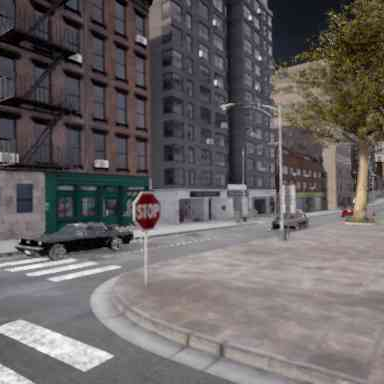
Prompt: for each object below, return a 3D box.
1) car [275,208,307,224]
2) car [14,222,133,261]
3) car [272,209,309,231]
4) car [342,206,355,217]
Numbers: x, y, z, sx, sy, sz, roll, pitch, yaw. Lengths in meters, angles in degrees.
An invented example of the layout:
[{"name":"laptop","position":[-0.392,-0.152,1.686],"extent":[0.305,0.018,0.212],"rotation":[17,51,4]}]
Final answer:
[{"name":"car","position":[10.798,2.567,36.033],"extent":[1.837,1.490,4.892],"rotation":[-1,-2,36]},{"name":"car","position":[-4.822,1.988,14.150],"extent":[1.895,1.301,4.718],"rotation":[-1,-2,35]},{"name":"car","position":[8.101,2.340,27.194],"extent":[1.994,1.385,4.181],"rotation":[-1,-2,35]},{"name":"car","position":[23.475,2.758,48.754],"extent":[2.097,1.767,4.553],"rotation":[-1,-2,35]}]
